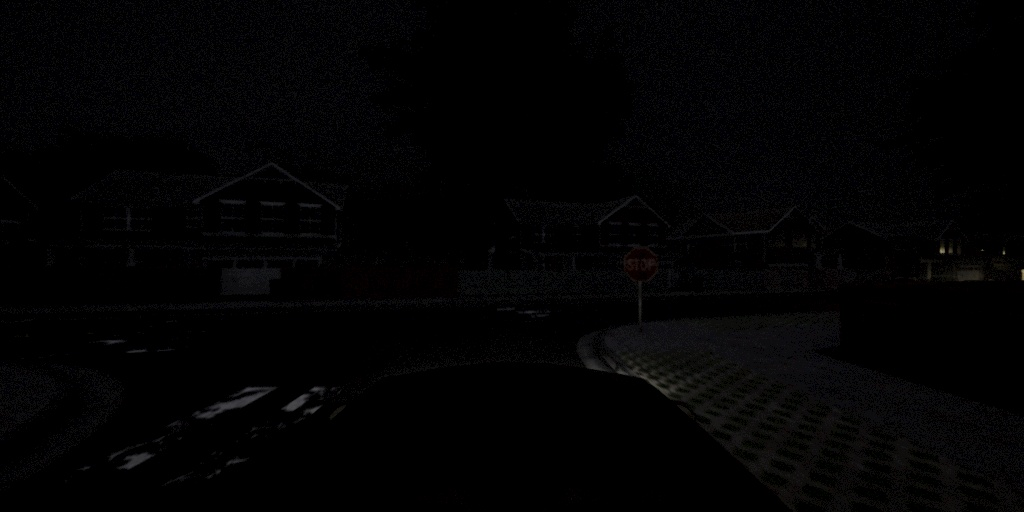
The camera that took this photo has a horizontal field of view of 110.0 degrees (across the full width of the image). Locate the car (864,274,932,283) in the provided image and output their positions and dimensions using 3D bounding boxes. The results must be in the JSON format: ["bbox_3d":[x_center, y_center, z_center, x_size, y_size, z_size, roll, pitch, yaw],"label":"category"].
[{"bbox_3d":[21.356,1.748,19.534,4.902,1.511,2.128,1,-1,-20],"label":"car"}]
